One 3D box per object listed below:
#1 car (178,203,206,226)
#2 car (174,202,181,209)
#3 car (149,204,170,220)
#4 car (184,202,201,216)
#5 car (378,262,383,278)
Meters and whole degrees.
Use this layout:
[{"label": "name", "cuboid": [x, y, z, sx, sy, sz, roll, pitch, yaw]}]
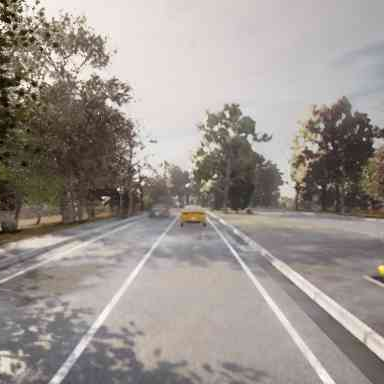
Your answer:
[{"label": "car", "cuboid": [0.102, 1.798, 26.241, 1.882, 1.535, 5.008, 0, -1, 0]}, {"label": "car", "cuboid": [-3.169, 3.093, 76.587, 2.128, 1.511, 4.902, 0, -1, 1]}, {"label": "car", "cuboid": [-3.341, 2.035, 34.632, 2.128, 1.511, 4.902, 0, -2, 0]}, {"label": "car", "cuboid": [0.103, 2.159, 42.838, 2.097, 1.767, 4.553, 0, -2, 0]}, {"label": "car", "cuboid": [6.901, 1.485, 6.996, 5.366, 1.575, 1.946, 0, 0, 0]}]
